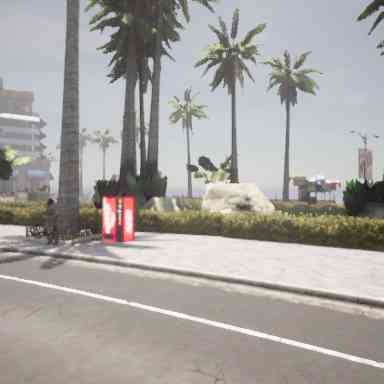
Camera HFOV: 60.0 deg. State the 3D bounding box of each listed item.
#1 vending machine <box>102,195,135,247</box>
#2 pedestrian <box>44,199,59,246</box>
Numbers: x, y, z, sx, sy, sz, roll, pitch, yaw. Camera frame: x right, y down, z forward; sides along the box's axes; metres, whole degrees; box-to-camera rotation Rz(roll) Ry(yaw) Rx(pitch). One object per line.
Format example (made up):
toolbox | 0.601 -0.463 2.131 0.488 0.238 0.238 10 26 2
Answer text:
vending machine | -3.134 1.181 14.185 0.880 2.100 1.100 0 0 27
pedestrian | -5.378 1.125 12.663 0.375 1.860 0.375 0 0 26
